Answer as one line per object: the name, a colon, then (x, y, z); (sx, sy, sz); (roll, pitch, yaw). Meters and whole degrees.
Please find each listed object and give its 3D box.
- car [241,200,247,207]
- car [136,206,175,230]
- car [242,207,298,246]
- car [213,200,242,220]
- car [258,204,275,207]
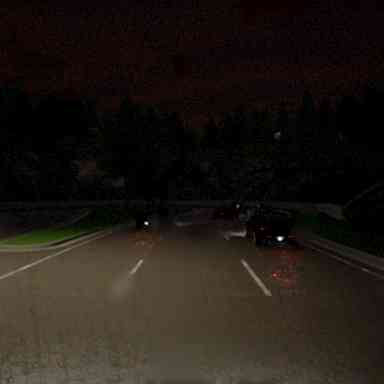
car: (6.100, 1.864, 43.274); (2.097, 1.767, 4.553); (0, -1, 11)
car: (-2.511, 1.785, 23.762); (1.837, 1.490, 4.892); (-1, -1, 9)
car: (3.765, 1.699, 16.262); (1.837, 1.490, 4.892); (0, -1, 2)
car: (3.420, 1.867, 32.812); (1.882, 1.535, 5.008); (0, -1, 16)
car: (8.286, 2.006, 37.213); (1.994, 1.385, 4.181); (0, -1, 16)
